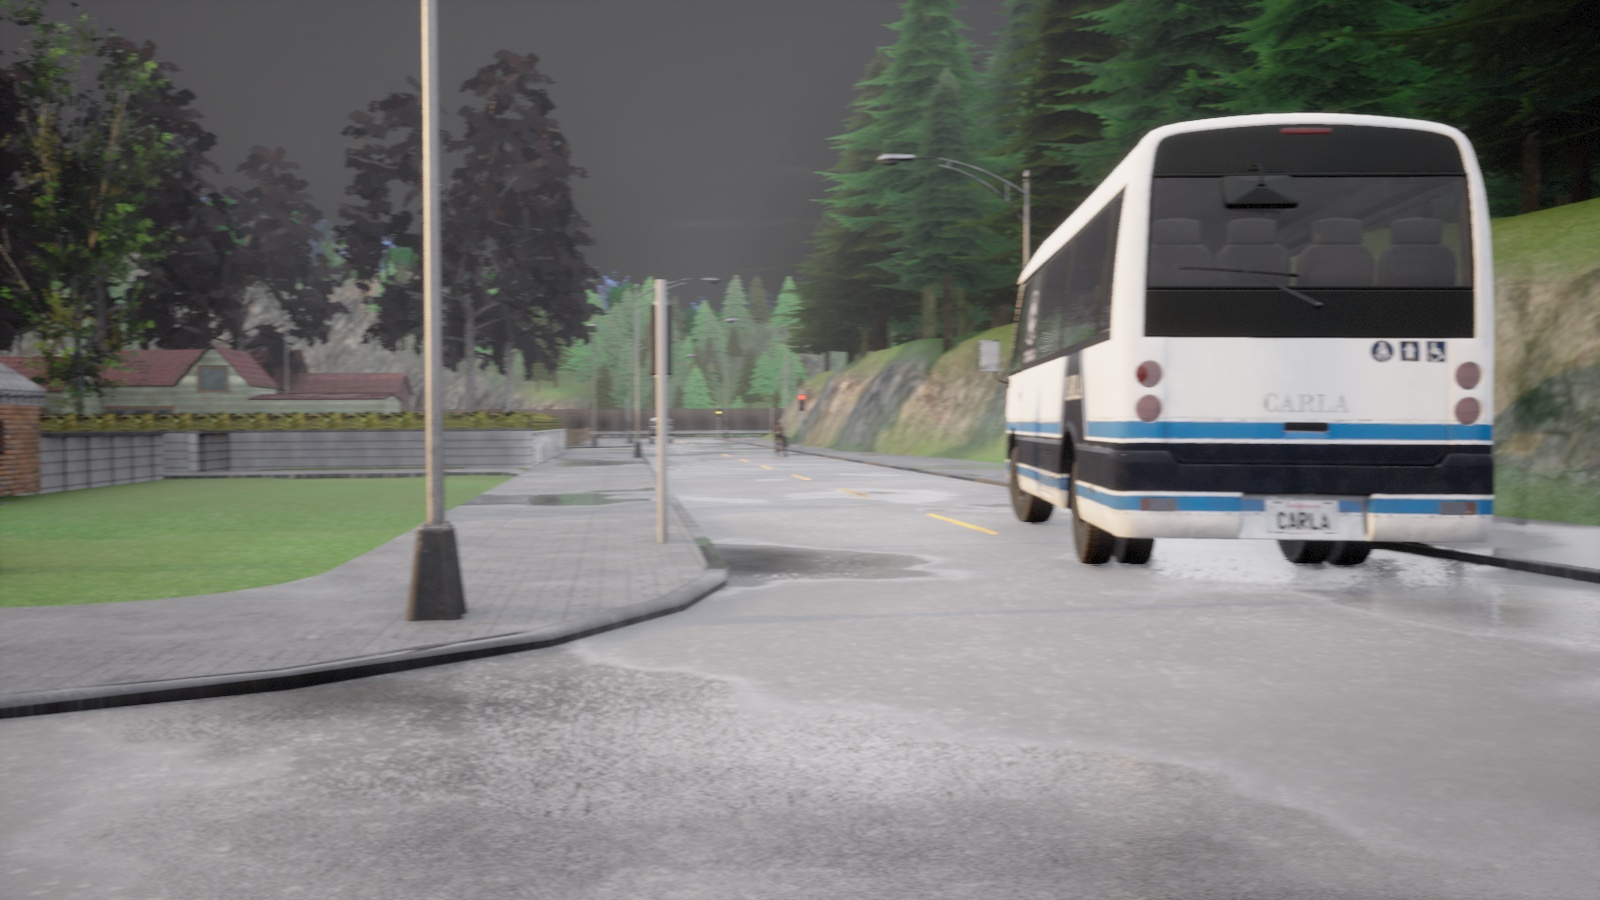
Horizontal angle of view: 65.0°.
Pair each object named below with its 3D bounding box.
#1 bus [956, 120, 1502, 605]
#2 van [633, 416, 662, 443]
[{"bbox_3d":[4.418,-0.900,16.290,3.944,4.253,10.273,1,1,3],"label":"bus"},{"bbox_3d":[-11.852,-1.585,97.336,2.069,2.038,4.480,0,1,-9],"label":"van"}]
